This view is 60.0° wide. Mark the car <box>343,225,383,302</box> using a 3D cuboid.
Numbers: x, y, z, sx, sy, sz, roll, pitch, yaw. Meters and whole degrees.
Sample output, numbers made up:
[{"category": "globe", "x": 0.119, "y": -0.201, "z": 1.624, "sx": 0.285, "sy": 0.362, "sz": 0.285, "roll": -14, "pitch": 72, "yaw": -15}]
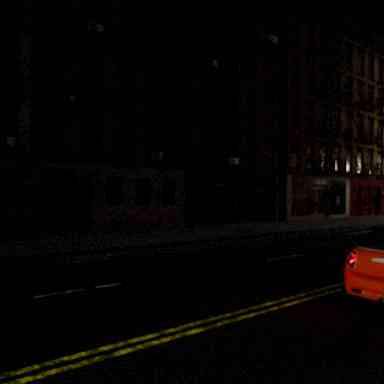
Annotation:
[{"category": "car", "x": 5.353, "y": 1.430, "z": 7.230, "sx": 4.553, "sy": 1.767, "sz": 2.097, "roll": 1, "pitch": 0, "yaw": -35}]
